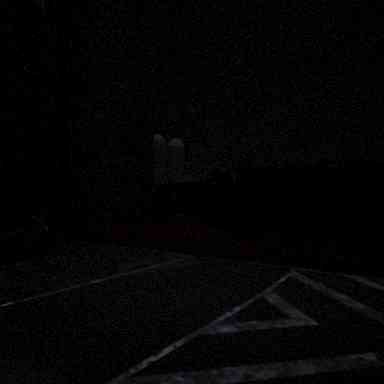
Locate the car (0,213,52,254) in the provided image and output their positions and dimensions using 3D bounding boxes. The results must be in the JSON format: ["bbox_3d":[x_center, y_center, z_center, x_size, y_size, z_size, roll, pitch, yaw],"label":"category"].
[{"bbox_3d":[-7.397,1.629,12.268,1.851,1.617,3.988,-1,0,35],"label":"car"}]
